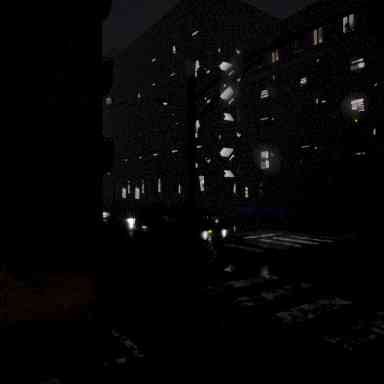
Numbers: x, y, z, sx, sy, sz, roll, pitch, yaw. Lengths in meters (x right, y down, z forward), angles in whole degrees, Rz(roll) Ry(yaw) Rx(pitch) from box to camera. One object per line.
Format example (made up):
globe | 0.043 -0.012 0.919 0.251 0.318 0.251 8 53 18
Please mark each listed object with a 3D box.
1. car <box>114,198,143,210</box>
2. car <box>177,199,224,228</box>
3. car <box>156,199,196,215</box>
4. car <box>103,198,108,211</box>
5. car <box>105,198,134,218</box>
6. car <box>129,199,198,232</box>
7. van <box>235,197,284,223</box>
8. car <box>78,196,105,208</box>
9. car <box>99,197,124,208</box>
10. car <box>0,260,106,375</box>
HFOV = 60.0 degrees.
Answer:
car | -8.293 1.463 43.277 1.887 1.381 4.507 -1 0 -36
car | 0.050 1.473 21.866 2.128 1.511 4.902 -1 0 -36
car | -1.755 1.450 34.242 1.752 1.417 4.829 0 0 -36
car | -11.649 1.439 38.055 1.882 1.535 5.008 -1 0 -36
car | -5.816 1.532 29.975 1.994 1.385 4.181 -1 0 -36
car | -1.818 1.441 20.033 1.967 1.590 4.097 0 0 -36
van | 4.982 1.280 24.930 1.690 1.788 3.998 0 0 -36
car | -14.256 1.429 47.008 2.128 1.511 4.902 -1 0 -36
car | -11.611 1.463 47.864 1.887 1.381 4.507 -1 0 -36
car | -3.549 1.525 4.036 4.829 1.417 1.752 0 0 -35
